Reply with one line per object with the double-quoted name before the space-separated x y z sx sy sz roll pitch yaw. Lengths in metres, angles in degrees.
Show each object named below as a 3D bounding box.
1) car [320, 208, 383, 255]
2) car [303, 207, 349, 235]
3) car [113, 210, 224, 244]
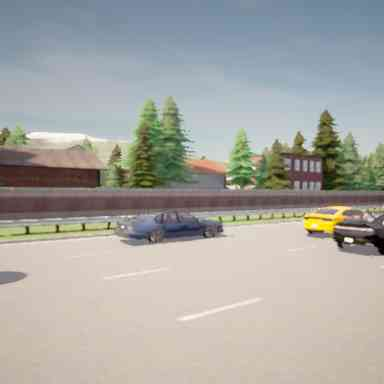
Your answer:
"car" 7.691 1.542 13.532 4.902 1.511 2.128 0 0 -36
"car" 8.162 1.538 18.165 5.008 1.535 1.882 0 0 -36
"car" -0.975 1.576 15.948 5.357 1.411 2.033 0 0 -36
